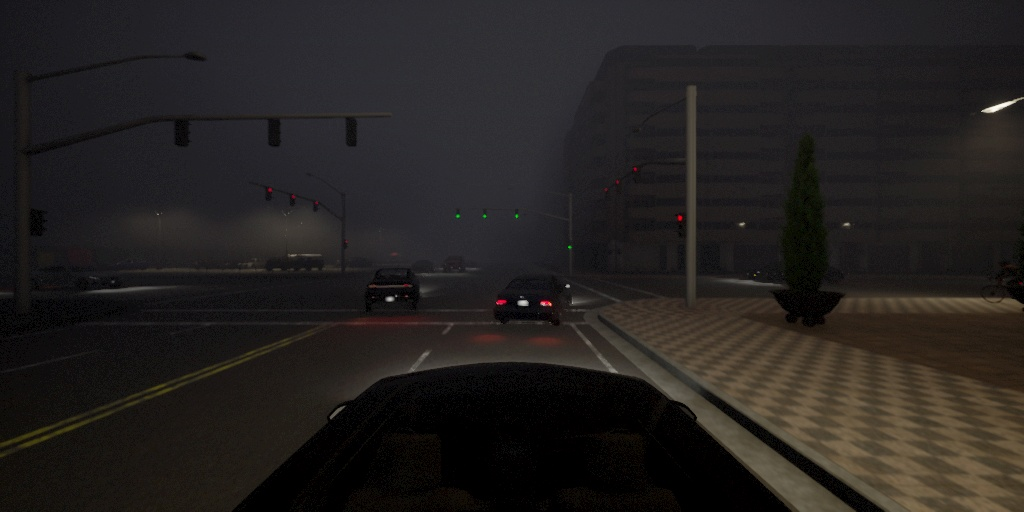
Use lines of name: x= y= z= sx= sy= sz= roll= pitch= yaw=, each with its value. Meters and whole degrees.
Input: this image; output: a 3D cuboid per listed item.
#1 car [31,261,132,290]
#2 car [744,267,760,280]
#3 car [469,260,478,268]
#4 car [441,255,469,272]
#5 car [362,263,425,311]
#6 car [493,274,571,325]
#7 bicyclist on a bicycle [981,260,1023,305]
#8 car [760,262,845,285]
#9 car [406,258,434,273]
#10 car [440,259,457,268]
car: x=-25.752 y=1.213 z=21.050 sx=4.674 sy=1.442 sz=1.812 roll=1 pitch=0 yaw=0
car: x=21.304 y=1.193 z=28.706 sx=4.892 sy=1.490 sz=1.837 roll=0 pitch=0 yaw=0
car: x=-7.032 y=1.333 z=61.557 sx=1.895 sy=1.301 sz=4.718 roll=0 pitch=0 yaw=0
car: x=-7.095 y=0.956 z=44.718 sx=2.150 sy=2.045 sz=5.566 roll=0 pitch=0 yaw=0
car: x=-4.728 y=1.220 z=14.525 sx=2.128 sy=1.511 sz=4.902 roll=0 pitch=1 yaw=-14
car: x=0.852 y=1.290 z=11.972 sx=2.033 sy=1.411 sz=5.357 roll=0 pitch=0 yaw=13
bicyclist on a bicycle: x=18.410 y=0.993 z=13.253 sx=0.582 sy=1.620 sz=1.656 roll=0 pitch=0 yaw=0
car: x=20.608 y=1.215 z=25.208 sx=4.674 sy=1.442 sz=1.812 roll=0 pitch=0 yaw=0
car: x=-10.597 y=1.215 z=42.569 sx=1.882 sy=1.535 sz=5.008 roll=0 pitch=0 yaw=0
car: x=-10.551 y=1.296 z=59.994 sx=1.994 sy=1.385 sz=4.181 roll=0 pitch=0 yaw=0
